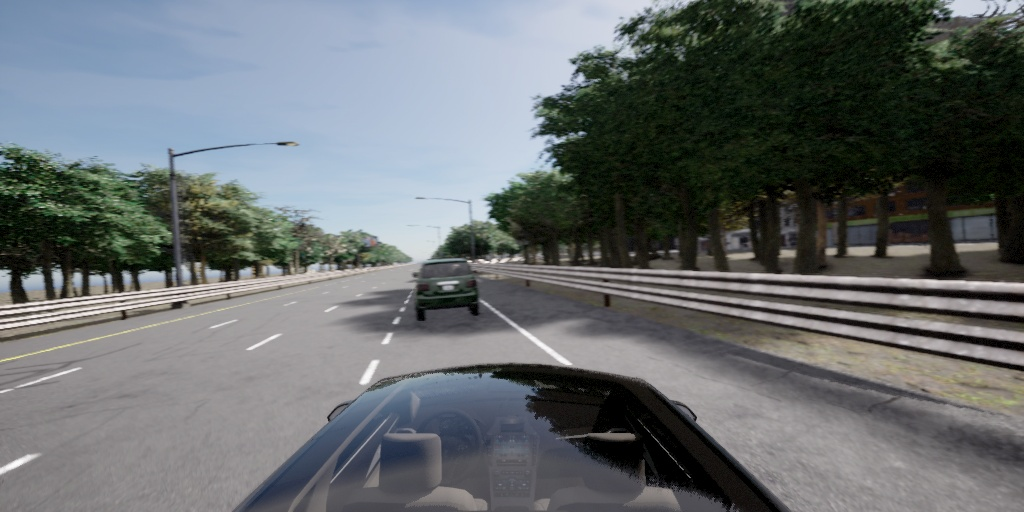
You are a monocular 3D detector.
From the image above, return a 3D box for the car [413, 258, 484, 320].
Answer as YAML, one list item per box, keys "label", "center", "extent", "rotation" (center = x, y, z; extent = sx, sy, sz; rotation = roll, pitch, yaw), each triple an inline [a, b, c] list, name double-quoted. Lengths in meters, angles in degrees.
- label: "car"
  center: [-2.643, 1.148, 14.058]
  extent: [2.150, 2.045, 5.566]
  rotation: [-4, 0, -13]
